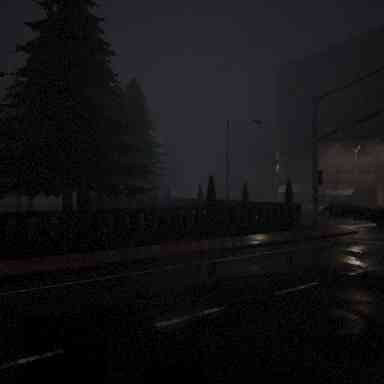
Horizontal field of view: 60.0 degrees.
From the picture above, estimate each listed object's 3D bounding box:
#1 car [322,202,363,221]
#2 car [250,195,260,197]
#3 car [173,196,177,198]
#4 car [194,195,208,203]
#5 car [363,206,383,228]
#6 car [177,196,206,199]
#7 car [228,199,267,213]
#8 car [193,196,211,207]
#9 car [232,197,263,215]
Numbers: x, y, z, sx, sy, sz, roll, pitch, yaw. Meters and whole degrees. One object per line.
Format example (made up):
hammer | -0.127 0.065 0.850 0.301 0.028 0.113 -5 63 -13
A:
car | 12.746 1.509 26.986 1.994 1.385 4.181 0 0 -34
car | 14.852 1.469 77.601 1.812 1.442 4.674 0 0 40
car | -2.484 1.436 55.128 2.128 1.511 4.902 0 0 -2
car | 1.892 1.425 66.570 1.882 1.535 5.008 0 0 14
car | 13.391 1.465 19.884 1.882 1.535 5.008 0 0 -35
car | -0.147 1.470 42.797 1.812 1.442 4.674 0 0 -18
car | 6.136 1.545 37.297 1.895 1.301 4.718 0 0 -28
car | 1.473 1.422 50.617 1.882 1.535 5.008 0 0 -8
car | 5.931 1.470 30.984 1.812 1.442 4.674 0 0 -32
